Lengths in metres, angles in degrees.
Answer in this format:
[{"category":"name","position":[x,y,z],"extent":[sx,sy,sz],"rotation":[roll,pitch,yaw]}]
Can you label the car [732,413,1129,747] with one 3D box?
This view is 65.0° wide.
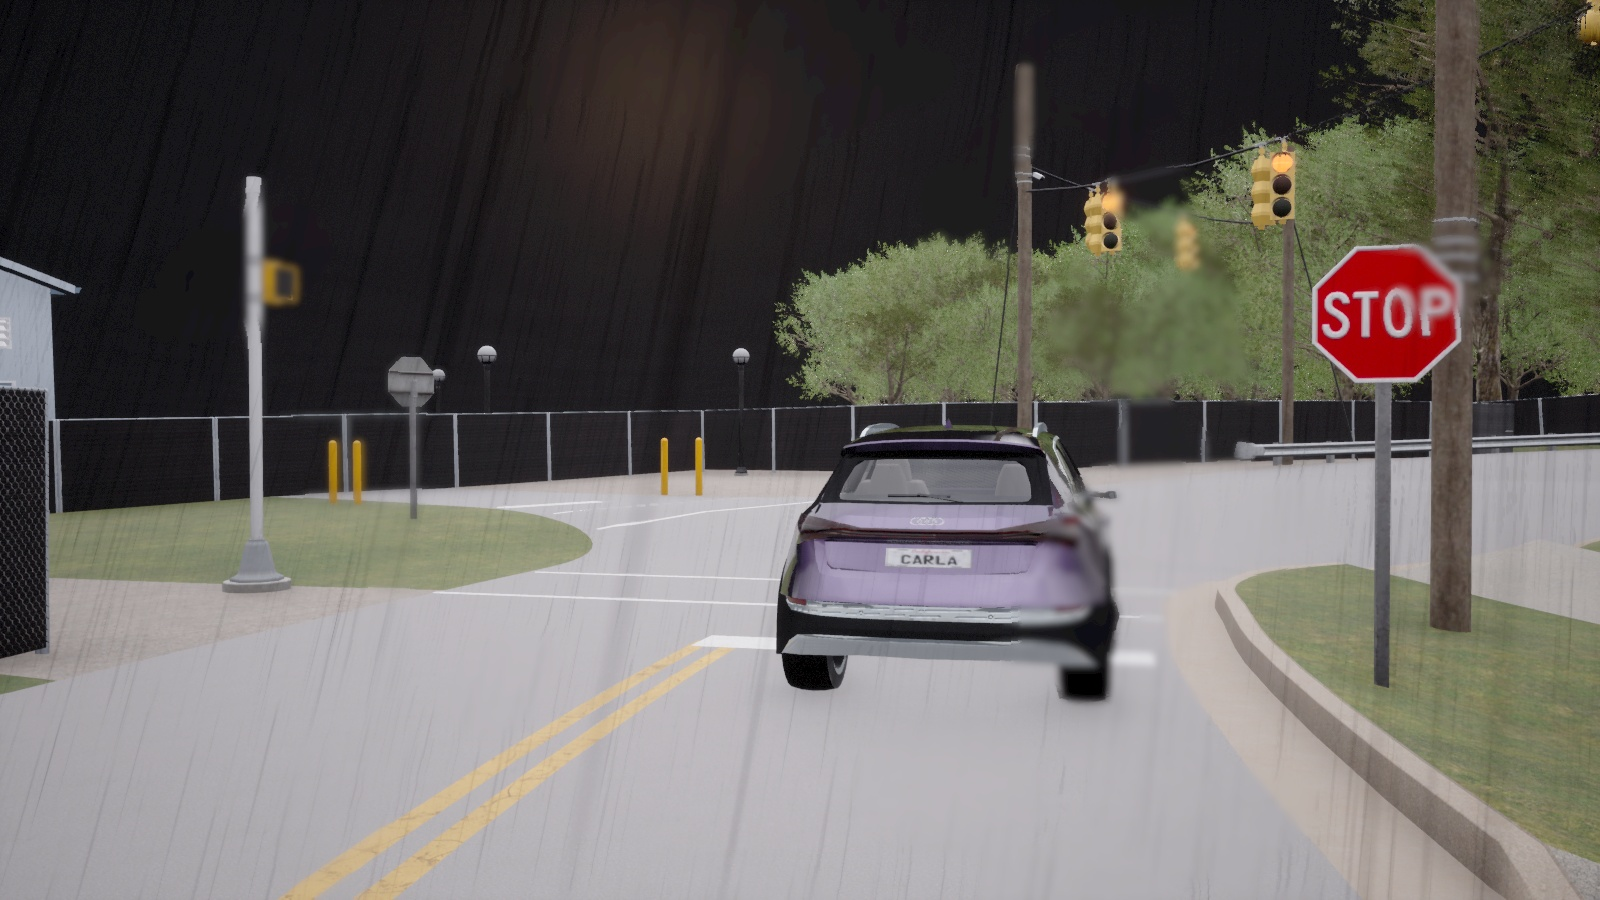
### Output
[{"category":"car","position":[1.199,0.626,8.790],"extent":[2.033,1.649,4.856],"rotation":[0,0,14]}]
